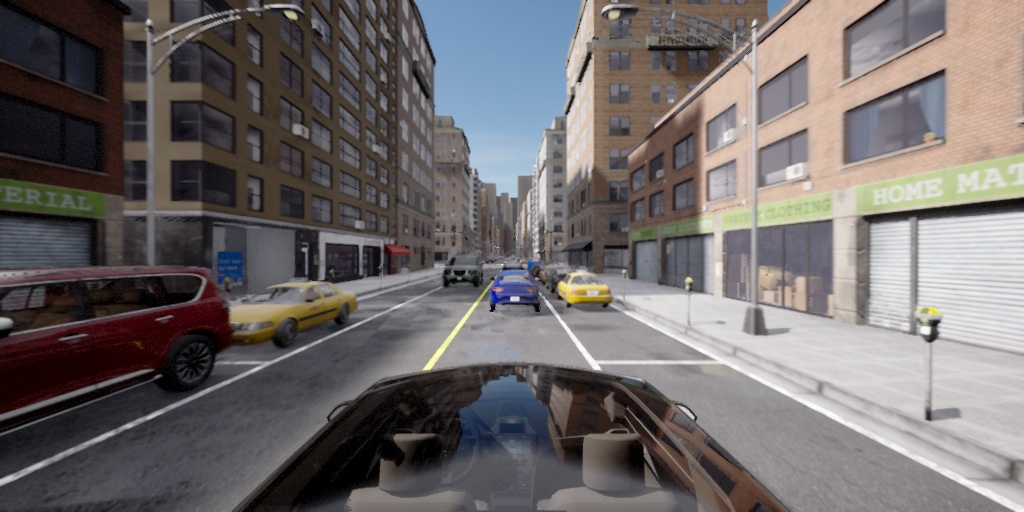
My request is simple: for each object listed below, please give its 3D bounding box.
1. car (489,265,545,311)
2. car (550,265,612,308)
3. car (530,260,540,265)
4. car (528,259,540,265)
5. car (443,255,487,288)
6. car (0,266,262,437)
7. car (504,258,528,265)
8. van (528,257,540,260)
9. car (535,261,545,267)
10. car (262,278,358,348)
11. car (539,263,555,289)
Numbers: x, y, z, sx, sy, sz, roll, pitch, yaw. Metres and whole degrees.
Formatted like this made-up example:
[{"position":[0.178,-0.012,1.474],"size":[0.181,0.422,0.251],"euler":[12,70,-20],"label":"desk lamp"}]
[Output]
[{"position":[0.100,1.269,14.257],"size":[1.812,1.442,4.674],"euler":[0,0,0],"label":"car"},{"position":[2.862,1.268,15.085],"size":[1.751,1.417,4.829],"euler":[0,0,0],"label":"car"},{"position":[2.867,1.302,31.261],"size":[1.948,1.339,4.313],"euler":[0,0,0],"label":"car"},{"position":[2.869,1.300,36.709],"size":[1.948,1.339,4.313],"euler":[0,0,0],"label":"car"},{"position":[-3.094,0.961,23.813],"size":[2.150,2.045,5.566],"euler":[0,0,0],"label":"car"},{"position":[-5.667,1.063,3.992],"size":[2.192,1.841,5.009],"euler":[0,0,0],"label":"car"},{"position":[0.104,1.214,30.193],"size":[1.882,1.535,5.008],"euler":[0,0,0],"label":"car"},{"position":[2.872,1.072,47.606],"size":[1.690,1.789,3.998],"euler":[0,0,0],"label":"van"},{"position":[2.865,1.264,25.983],"size":[1.751,1.417,4.829],"euler":[0,0,0],"label":"car"},{"position":[-5.665,1.271,9.273],"size":[1.751,1.417,4.829],"euler":[0,0,0],"label":"car"},{"position":[2.863,1.291,20.364],"size":[2.007,1.370,4.403],"euler":[0,0,0],"label":"car"}]
